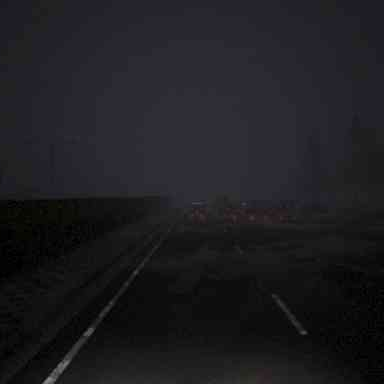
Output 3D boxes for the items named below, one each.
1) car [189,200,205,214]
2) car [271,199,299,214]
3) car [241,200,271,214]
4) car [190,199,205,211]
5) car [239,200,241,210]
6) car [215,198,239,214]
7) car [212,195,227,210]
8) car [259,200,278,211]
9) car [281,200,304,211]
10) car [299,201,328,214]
[{"bbox_3d":[0.614,1.930,40.180,1.895,1.301,4.718,0,0,1],"label":"car"},{"bbox_3d":[11.124,1.688,40.756,2.097,1.767,4.553,0,0,1],"label":"car"},{"bbox_3d":[7.612,1.681,40.012,2.097,1.767,4.553,0,0,1],"label":"car"},{"bbox_3d":[0.758,1.895,49.320,2.128,1.511,4.902,0,0,1],"label":"car"},{"bbox_3d":[7.758,1.896,49.209,2.128,1.511,4.902,0,0,1],"label":"car"},{"bbox_3d":[4.106,1.803,39.679,1.882,1.535,5.008,0,0,1],"label":"car"},{"bbox_3d":[4.259,1.626,49.297,2.150,2.045,5.566,0,0,1],"label":"car"},{"bbox_3d":[11.257,1.968,49.153,1.994,1.385,4.181,0,0,1],"label":"car"},{"bbox_3d":[14.757,1.910,49.098,1.837,1.490,4.892,0,0,1],"label":"car"},{"bbox_3d":[14.612,1.808,39.930,1.882,1.535,5.008,0,0,1],"label":"car"}]
